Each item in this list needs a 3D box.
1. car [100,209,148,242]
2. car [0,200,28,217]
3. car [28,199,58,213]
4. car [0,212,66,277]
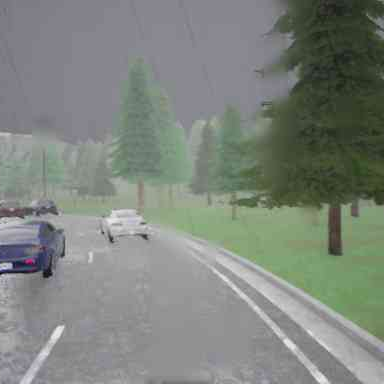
[{"bbox_3d":[-3.463,1.556,16.707,1.812,1.442,4.674,-1,0,-21],"label":"car"},{"bbox_3d":[-16.988,1.574,30.320,2.097,1.767,4.553,-1,0,-42],"label":"car"},{"bbox_3d":[-15.619,1.547,34.149,2.097,1.767,4.553,-1,0,-44],"label":"car"},{"bbox_3d":[-4.979,1.589,10.053,1.812,1.442,4.674,-1,0,-15],"label":"car"}]
